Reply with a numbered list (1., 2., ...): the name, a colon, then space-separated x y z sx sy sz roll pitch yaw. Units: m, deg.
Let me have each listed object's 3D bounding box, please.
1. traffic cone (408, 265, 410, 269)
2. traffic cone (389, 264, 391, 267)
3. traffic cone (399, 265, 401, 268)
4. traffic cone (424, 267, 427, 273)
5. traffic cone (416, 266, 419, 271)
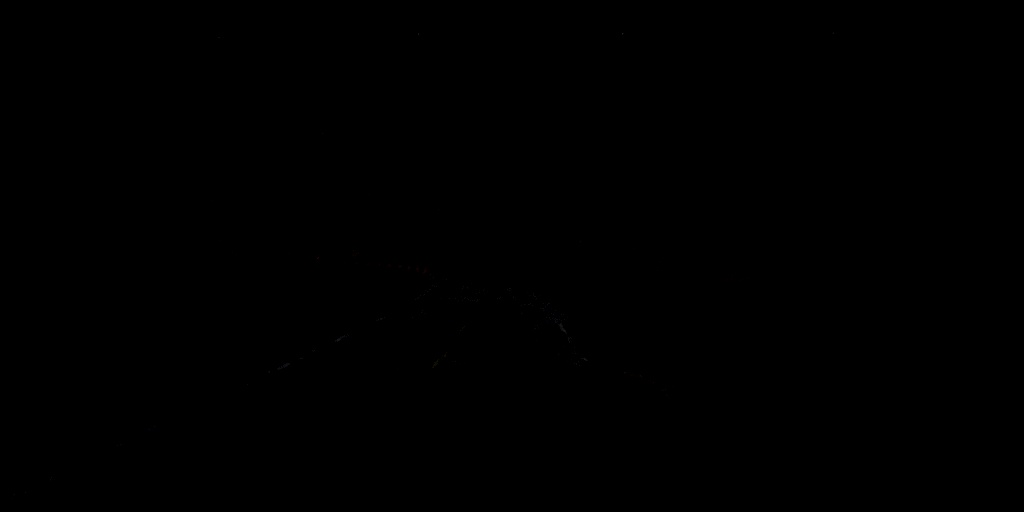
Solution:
1. traffic cone: -14.056 1.503 49.004 0.340 0.580 0.340 0 0 -30
2. traffic cone: -19.432 1.419 57.052 0.340 0.580 0.340 0 0 -37
3. traffic cone: -16.615 1.463 53.114 0.340 0.580 0.340 0 0 -34
4. traffic cone: -9.748 1.568 40.338 0.340 0.580 0.340 0 0 -23
5. traffic cone: -11.763 1.538 44.740 0.340 0.580 0.340 0 0 -26
